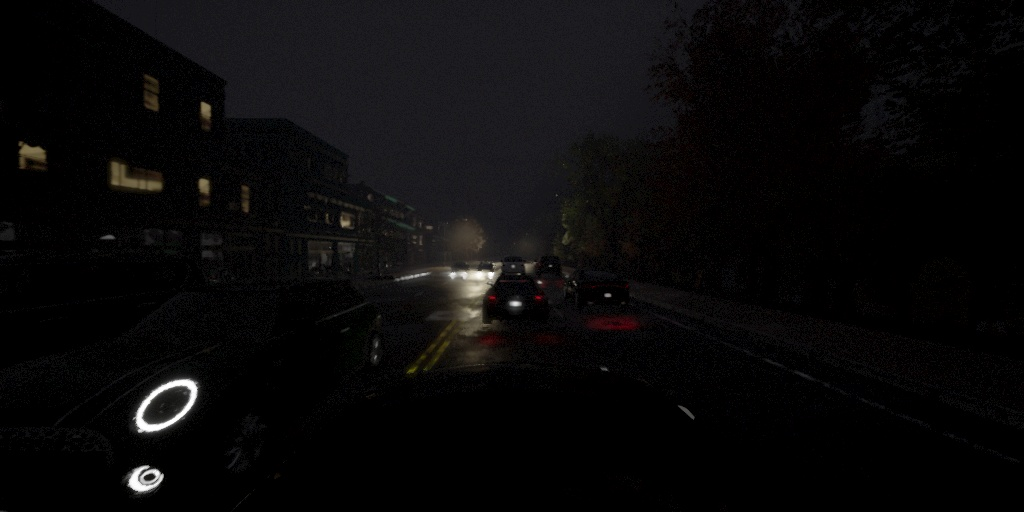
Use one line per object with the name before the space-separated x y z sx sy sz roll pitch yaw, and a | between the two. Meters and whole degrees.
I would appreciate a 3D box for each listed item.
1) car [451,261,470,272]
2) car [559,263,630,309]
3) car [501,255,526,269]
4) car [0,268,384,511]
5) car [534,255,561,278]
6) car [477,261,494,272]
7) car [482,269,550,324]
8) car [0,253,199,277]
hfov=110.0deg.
car | -6.571 1.332 45.846 1.895 1.301 4.718 0 0 0
car | 3.354 1.222 15.002 1.882 1.535 5.008 0 0 0
car | 0.108 0.958 33.765 2.150 2.045 5.566 0 0 0
car | -3.349 1.101 4.538 2.097 1.767 4.553 0 0 0
car | 3.359 0.958 33.772 2.150 2.045 5.566 0 0 0
car | -3.325 1.332 45.648 1.895 1.301 4.718 0 0 0
car | 0.102 1.310 12.013 1.994 1.385 4.181 0 0 0
car | -6.600 0.970 4.456 2.150 2.045 5.566 0 0 0
